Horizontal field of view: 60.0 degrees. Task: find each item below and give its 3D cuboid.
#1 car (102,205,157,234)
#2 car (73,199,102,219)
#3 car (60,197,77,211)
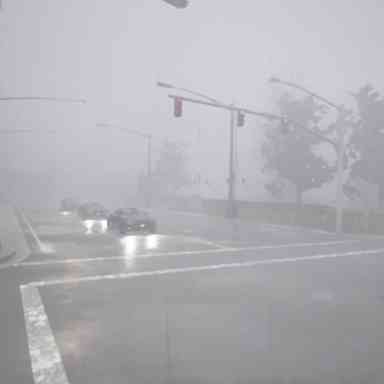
[{"bbox_3d":[-3.645,1.622,19.752,1.994,1.385,4.181,2,0,-29],"label":"car"},{"bbox_3d":[-8.524,1.555,28.544,1.994,1.385,4.181,2,0,-29],"label":"car"},{"bbox_3d":[-14.054,1.422,38.539,1.837,1.490,4.892,2,-1,-29],"label":"car"}]
